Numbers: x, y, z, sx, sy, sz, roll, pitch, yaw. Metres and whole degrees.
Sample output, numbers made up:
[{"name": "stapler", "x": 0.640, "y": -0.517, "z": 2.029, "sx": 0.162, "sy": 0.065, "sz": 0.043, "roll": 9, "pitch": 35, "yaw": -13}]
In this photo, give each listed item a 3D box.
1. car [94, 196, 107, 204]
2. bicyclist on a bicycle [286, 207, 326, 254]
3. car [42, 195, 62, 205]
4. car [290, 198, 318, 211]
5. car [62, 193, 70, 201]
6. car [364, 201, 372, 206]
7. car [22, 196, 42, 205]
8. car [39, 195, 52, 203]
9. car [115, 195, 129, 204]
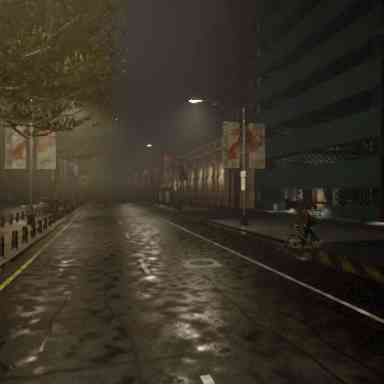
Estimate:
[{"name": "car", "x": -17.019, "y": 1.500, "z": 61.936, "sx": 1.837, "sy": 1.490, "sz": 4.892, "roll": 0, "pitch": 0, "yaw": -15}, {"name": "bicyclist on a bicycle", "x": 4.035, "y": 1.318, "z": 11.873, "sx": 1.656, "sy": 1.620, "sz": 0.582, "roll": -8, "pitch": 2, "yaw": -15}, {"name": "car", "x": -24.502, "y": 1.500, "z": 58.356, "sx": 1.837, "sy": 1.490, "sz": 4.892, "roll": 0, "pitch": 0, "yaw": -14}, {"name": "car", "x": 12.642, "y": 1.410, "z": 38.946, "sx": 2.161, "sy": 1.482, "sz": 4.786, "roll": 0, "pitch": 0, "yaw": -15}, {"name": "car", "x": -28.535, "y": 1.546, "z": 73.654, "sx": 1.994, "sy": 1.385, "sz": 4.181, "roll": 0, "pitch": 0, "yaw": -15}, {"name": "car", "x": 23.954, "y": 1.460, "z": 41.553, "sx": 1.895, "sy": 1.301, "sz": 4.718, "roll": 0, "pitch": 0, "yaw": -15}, {"name": "car", "x": -27.877, "y": 1.500, "z": 57.440, "sx": 1.837, "sy": 1.490, "sz": 4.892, "roll": 0, "pitch": 0, "yaw": -14}, {"name": "car", "x": -31.915, "y": 1.472, "z": 72.743, "sx": 1.882, "sy": 1.535, "sz": 5.008, "roll": 0, "pitch": 0, "yaw": -15}, {"name": "car", "x": -13.366, "y": 1.472, "z": 61.826, "sx": 1.882, "sy": 1.535, "sz": 5.008, "roll": 0, "pitch": 0, "yaw": -15}]
